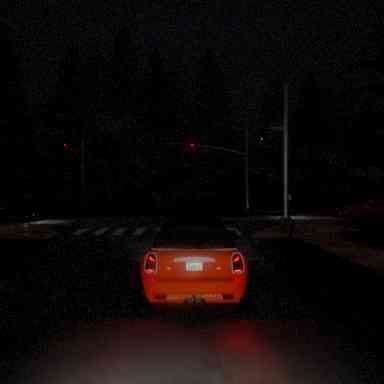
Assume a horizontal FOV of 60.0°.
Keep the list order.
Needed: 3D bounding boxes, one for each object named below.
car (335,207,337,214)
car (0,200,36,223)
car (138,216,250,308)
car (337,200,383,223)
[{"bbox_3d":[14.337,1.450,27.330,4.718,1.301,1.895,0,0,0],"label":"car"},{"bbox_3d":[-13.616,1.351,23.531,4.892,1.490,1.837,0,0,0],"label":"car"},{"bbox_3d":[0.049,1.355,8.086,2.097,1.767,4.553,0,0,0],"label":"car"},{"bbox_3d":[13.420,1.325,23.633,5.008,1.535,1.882,0,0,0],"label":"car"}]
